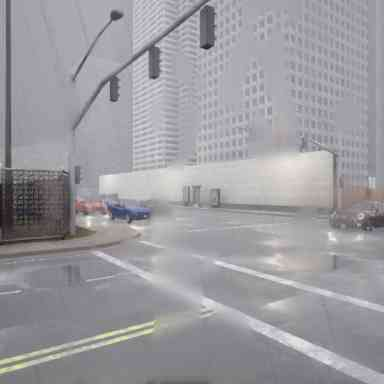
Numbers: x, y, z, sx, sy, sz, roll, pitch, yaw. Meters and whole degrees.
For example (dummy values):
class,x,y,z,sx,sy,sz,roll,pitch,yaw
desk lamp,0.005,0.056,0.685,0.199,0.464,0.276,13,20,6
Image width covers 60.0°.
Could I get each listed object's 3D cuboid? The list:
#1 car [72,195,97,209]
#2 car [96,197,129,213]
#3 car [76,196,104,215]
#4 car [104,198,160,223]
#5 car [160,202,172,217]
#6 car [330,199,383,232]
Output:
class,x,y,z,sx,sy,sz,roll,pitch,yaw
car,-14.843,1.297,45.700,2.097,1.767,4.553,0,0,-35
car,-9.008,1.422,37.441,1.882,1.535,5.008,0,0,-35
car,-10.028,1.296,32.819,2.097,1.767,4.553,0,0,-35
car,-4.722,1.422,25.331,1.882,1.535,5.008,0,0,-35
car,-3.653,1.449,29.878,1.837,1.490,4.892,0,0,-35
car,10.281,1.322,19.898,4.553,1.767,2.097,0,0,-35
